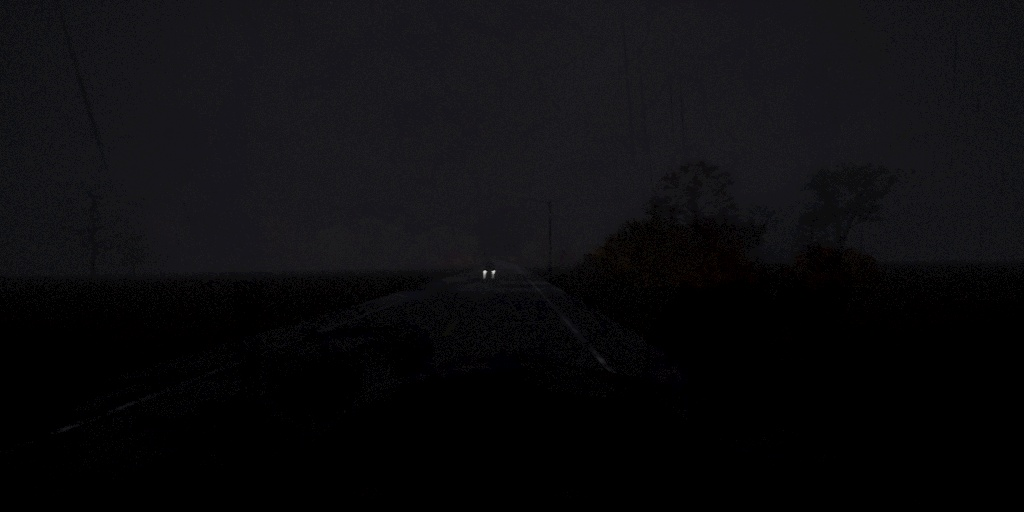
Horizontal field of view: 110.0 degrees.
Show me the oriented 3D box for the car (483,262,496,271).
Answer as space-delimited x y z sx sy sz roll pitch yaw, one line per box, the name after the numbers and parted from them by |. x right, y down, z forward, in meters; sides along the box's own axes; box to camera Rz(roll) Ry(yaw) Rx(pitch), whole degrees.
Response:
-3.930 1.790 63.218 1.837 1.490 4.892 0 0 0 | car
